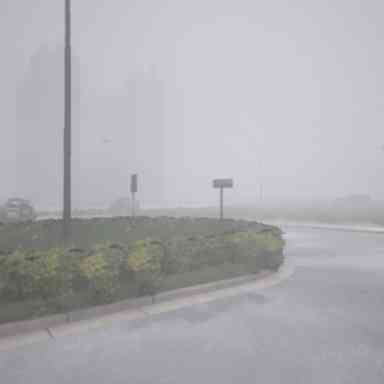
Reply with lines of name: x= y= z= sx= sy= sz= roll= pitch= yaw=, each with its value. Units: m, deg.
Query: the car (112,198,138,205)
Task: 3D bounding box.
car: x=-8.490 y=1.522 z=41.812 sx=2.242 sy=1.667 sz=4.611 roll=0 pitch=0 yaw=-36

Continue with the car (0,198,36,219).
car: x=-12.072 y=1.320 z=22.858 sx=1.932 sy=1.855 sz=4.605 roll=0 pitch=0 yaw=-36

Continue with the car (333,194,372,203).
car: x=24.583 y=1.334 z=51.225 sx=2.150 sy=2.045 sz=5.566 roll=0 pitch=0 yaw=-35
